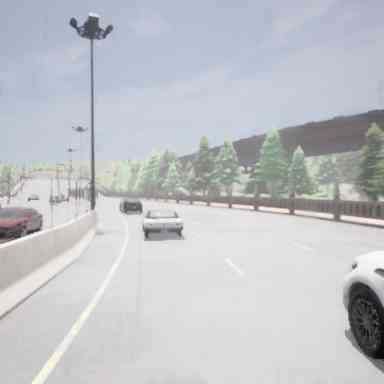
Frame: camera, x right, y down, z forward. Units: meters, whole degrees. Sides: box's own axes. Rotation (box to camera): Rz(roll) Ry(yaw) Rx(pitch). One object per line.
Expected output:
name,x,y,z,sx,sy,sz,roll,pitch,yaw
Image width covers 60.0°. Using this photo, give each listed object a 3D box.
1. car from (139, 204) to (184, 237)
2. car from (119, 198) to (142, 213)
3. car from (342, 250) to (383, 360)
car,-1.674,1.540,17.691,1.895,1.301,4.718,0,0,-10
car,-6.481,1.379,35.006,1.882,1.535,5.008,0,0,-20
car,3.441,1.188,2.760,2.150,2.045,5.566,0,0,-2
